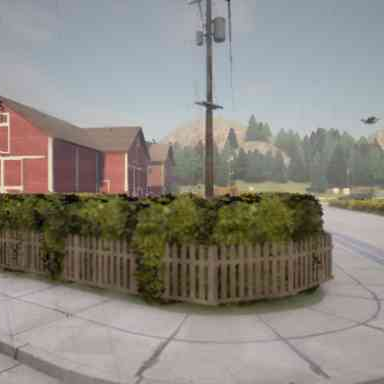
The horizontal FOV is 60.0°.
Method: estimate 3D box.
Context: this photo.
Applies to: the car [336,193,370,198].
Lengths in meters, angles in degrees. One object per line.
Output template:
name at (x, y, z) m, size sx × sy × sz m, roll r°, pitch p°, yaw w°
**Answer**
car at (27.492, 1.166, 56.896) m, size 5.566 × 2.045 × 2.150 m, roll 0°, pitch 0°, yaw 8°
